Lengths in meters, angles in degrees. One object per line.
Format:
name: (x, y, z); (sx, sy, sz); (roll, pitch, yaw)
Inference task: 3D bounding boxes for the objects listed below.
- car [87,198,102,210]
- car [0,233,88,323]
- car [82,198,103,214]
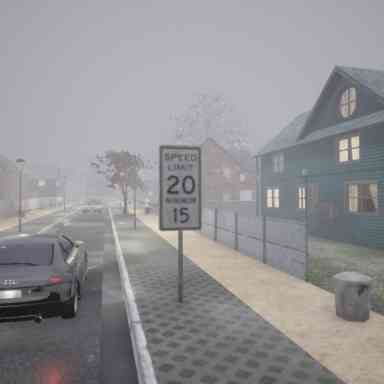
car: (-13.477, 1.616, 46.221); (1.837, 1.490, 4.892); (0, 0, -14)
car: (-3.358, 1.576, 7.155); (1.994, 1.385, 4.181); (0, 0, -15)
car: (-10.955, 1.682, 36.675); (1.895, 1.301, 4.718); (0, 0, -14)
